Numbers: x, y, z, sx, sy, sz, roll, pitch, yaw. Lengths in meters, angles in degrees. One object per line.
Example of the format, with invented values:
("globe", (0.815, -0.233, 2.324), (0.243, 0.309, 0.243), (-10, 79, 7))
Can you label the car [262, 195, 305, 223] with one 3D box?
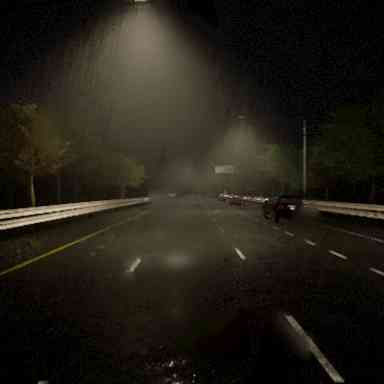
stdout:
("car", (7.026, 1.242, 25.896), (2.150, 2.045, 5.566), (0, 0, 0))

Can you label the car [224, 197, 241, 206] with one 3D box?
("car", (7.151, 1.613, 56.204), (2.033, 1.411, 5.357), (0, 0, 0))

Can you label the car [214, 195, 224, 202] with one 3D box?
("car", (7.347, 1.646, 83.364), (2.033, 1.411, 5.357), (0, 0, 1))
